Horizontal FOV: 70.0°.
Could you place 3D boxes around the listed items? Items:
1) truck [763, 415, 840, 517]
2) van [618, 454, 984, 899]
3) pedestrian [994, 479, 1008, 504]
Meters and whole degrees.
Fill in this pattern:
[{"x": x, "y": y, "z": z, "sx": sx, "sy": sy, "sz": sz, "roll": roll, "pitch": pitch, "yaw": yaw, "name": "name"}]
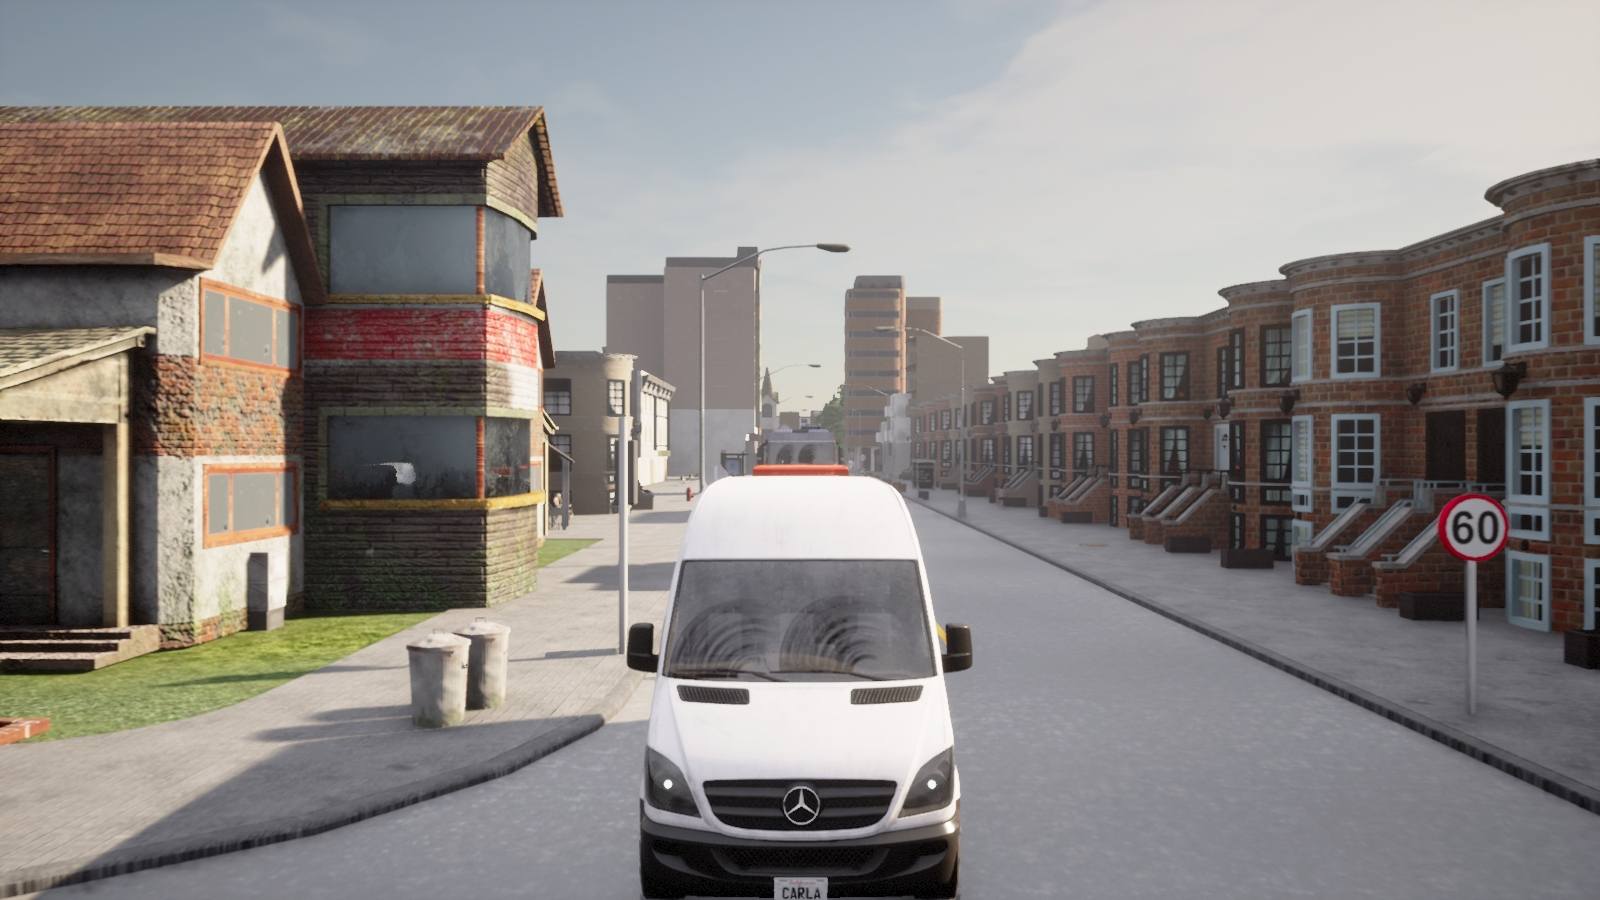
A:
[{"x": 0.031, "y": 0.663, "z": 47.205, "sx": 2.891, "sy": 3.827, "sz": 8.468, "roll": 0, "pitch": -1, "yaw": 0, "name": "truck"}, {"x": 0.005, "y": 1.315, "z": 9.162, "sx": 1.988, "sy": 2.561, "sz": 5.915, "roll": 0, "pitch": 0, "yaw": 0, "name": "van"}, {"x": 9.231, "y": 1.903, "z": 52.391, "sx": 0.500, "sy": 1.100, "sz": 0.500, "roll": 0, "pitch": 0, "yaw": -7, "name": "pedestrian"}]
